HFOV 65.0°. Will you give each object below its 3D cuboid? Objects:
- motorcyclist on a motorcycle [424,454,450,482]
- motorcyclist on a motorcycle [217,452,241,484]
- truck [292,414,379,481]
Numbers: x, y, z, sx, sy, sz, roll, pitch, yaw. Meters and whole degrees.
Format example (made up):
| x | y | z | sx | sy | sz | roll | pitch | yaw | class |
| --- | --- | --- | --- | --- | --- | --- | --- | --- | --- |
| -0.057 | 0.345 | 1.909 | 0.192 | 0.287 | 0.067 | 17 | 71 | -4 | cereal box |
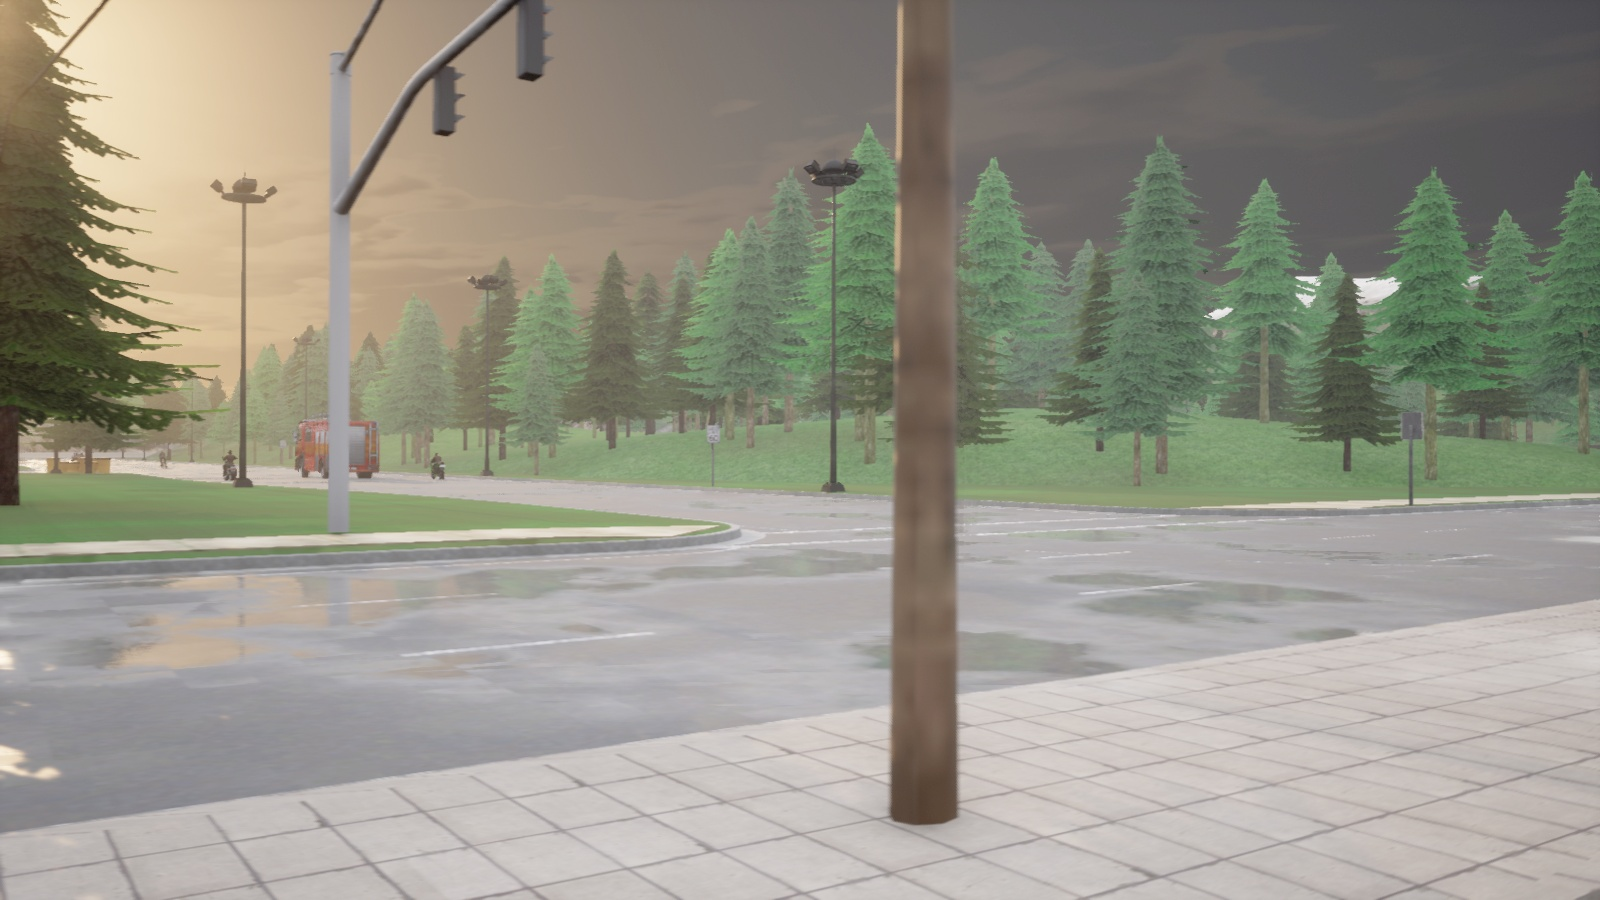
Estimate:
| x | y | z | sx | sy | sz | roll | pitch | yaw | class |
| --- | --- | --- | --- | --- | --- | --- | --- | --- | --- |
| -20.475 | 0.993 | 70.794 | 0.797 | 1.523 | 2.044 | 0 | 0 | -34 | motorcyclist on a motorcycle |
| -30.257 | 0.953 | 66.534 | 0.766 | 1.649 | 2.350 | 0 | 0 | -34 | motorcyclist on a motorcycle |
| -28.060 | -0.132 | 75.633 | 2.891 | 3.827 | 8.468 | 0 | 0 | -35 | truck |
